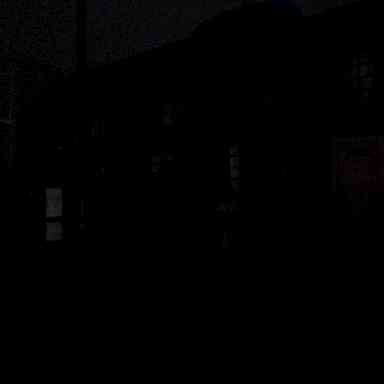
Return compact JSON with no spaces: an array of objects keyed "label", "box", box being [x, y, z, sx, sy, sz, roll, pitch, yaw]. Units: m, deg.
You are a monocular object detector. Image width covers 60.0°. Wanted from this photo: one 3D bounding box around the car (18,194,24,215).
[{"label":"car","box":[-14.870,1.222,28.801,2.150,2.045,5.566,0,0,35]}]
